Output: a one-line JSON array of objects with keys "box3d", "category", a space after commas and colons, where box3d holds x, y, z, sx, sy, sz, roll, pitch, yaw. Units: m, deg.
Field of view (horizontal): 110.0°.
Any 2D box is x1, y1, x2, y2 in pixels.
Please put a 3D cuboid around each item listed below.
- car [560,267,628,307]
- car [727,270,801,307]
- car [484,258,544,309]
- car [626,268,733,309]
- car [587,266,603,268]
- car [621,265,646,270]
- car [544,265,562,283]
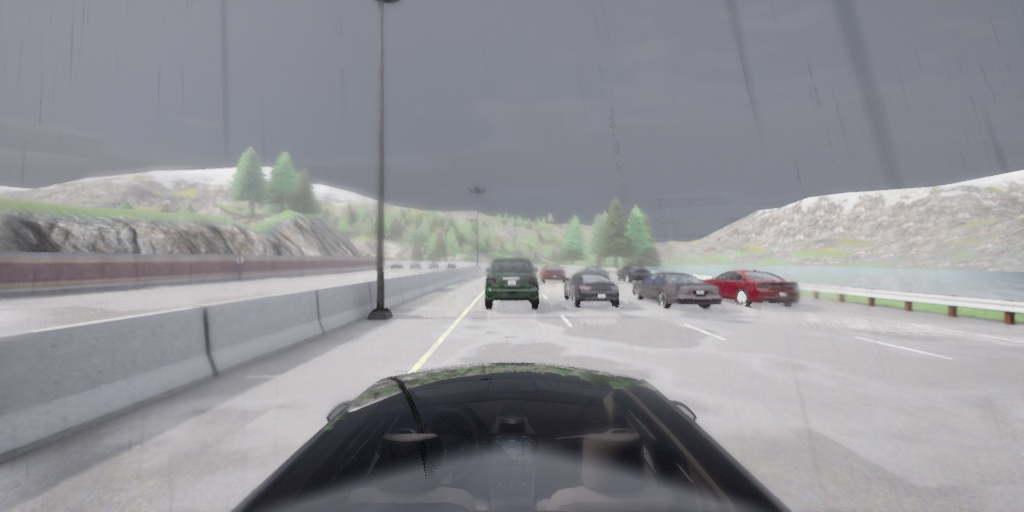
[{"box3d": [3.506, 1.413, 16.261, 1.812, 1.442, 4.674, 0, 0, 0], "category": "car"}, {"box3d": [10.507, 1.366, 16.336, 1.882, 1.535, 5.008, 0, 0, 0], "category": "car"}, {"box3d": [0.000, 1.100, 15.872, 2.150, 2.045, 5.566, 0, 0, 0], "category": "car"}, {"box3d": [7.001, 1.431, 15.847, 2.033, 1.411, 5.357, 0, -1, 0], "category": "car"}, {"box3d": [7.000, 1.572, 30.846, 2.033, 1.411, 5.357, 0, -1, 0], "category": "car"}, {"box3d": [10.504, 1.535, 31.167, 1.837, 1.490, 4.892, 0, 0, 0], "category": "car"}, {"box3d": [3.506, 1.507, 31.330, 1.882, 1.535, 5.008, 0, 0, 0], "category": "car"}]
